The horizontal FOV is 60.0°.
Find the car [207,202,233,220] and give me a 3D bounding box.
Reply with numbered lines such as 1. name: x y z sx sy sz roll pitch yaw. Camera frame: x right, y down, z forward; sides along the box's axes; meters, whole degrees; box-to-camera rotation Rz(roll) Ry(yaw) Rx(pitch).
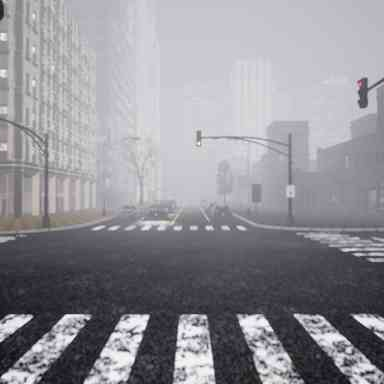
1. car: 2.645 1.777 30.237 1.887 1.381 4.507 0 0 0

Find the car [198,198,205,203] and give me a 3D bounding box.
1. car: 2.549 2.310 91.184 1.947 1.339 4.313 0 -1 0

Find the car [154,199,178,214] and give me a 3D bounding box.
1. car: -3.159 1.877 40.370 1.994 1.385 4.181 0 0 0

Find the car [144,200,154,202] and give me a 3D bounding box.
1. car: -5.753 1.845 41.135 1.752 1.417 4.829 0 0 0

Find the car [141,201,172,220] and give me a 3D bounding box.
1. car: -3.165 1.798 30.407 1.994 1.385 4.181 0 0 -2

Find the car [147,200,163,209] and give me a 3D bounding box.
1. car: -5.770 1.961 52.386 2.008 1.369 4.403 0 0 0

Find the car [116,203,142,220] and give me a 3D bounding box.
1. car: -5.736 1.814 30.224 1.802 1.307 4.206 0 0 0

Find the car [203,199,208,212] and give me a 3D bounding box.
1. car: 2.627 1.903 41.318 1.802 1.307 4.206 0 0 0

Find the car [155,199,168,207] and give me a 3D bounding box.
1. car: -5.788 2.068 63.468 1.947 1.339 4.313 0 0 0

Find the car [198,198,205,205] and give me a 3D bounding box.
1. car: 2.575 2.149 74.562 2.008 1.369 4.403 0 -1 0

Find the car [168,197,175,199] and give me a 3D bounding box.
1. car: -3.167 1.871 50.353 1.882 1.535 5.008 0 0 0

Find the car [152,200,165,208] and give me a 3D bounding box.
1. car: -5.779 2.021 57.927 1.947 1.339 4.313 0 0 0
